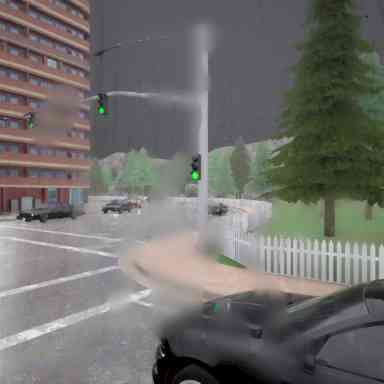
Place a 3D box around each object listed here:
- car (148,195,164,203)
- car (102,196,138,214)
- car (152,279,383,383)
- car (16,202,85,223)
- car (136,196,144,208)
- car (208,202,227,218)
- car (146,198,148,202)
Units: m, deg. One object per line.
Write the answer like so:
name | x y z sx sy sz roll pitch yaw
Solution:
car | -7.725 1.448 69.338 1.837 1.490 4.892 0 0 -42
car | -7.802 1.492 35.393 2.033 1.411 5.357 0 0 7
car | 1.890 1.478 2.641 5.008 1.535 1.882 0 0 36
car | -10.623 1.492 25.575 2.033 1.411 5.357 0 0 24
car | -8.100 1.296 45.690 2.097 1.767 4.553 0 0 -11
car | 2.073 1.545 29.939 1.895 1.301 4.718 0 0 13
car | -11.785 1.470 68.730 4.674 1.442 1.812 0 0 44
